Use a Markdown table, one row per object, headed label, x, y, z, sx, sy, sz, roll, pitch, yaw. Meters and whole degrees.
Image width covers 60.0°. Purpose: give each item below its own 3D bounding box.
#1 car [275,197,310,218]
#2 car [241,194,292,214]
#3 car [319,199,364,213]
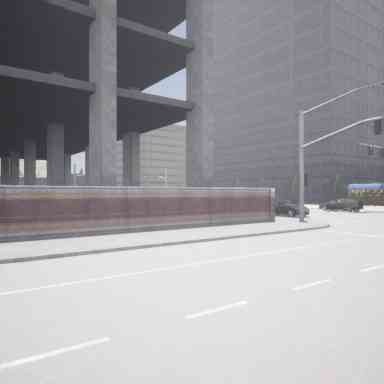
| label | x | y | z | sx | sy | sz | roll | pitch | yaw |
| --- | --- | --- | --- | --- | --- | --- | --- | --- | --- |
| car | 8.547 | 1.505 | 30.860 | 1.837 | 1.490 | 4.892 | 0 | 0 | -35 |
| car | 8.223 | 1.221 | 37.318 | 2.150 | 2.045 | 5.566 | 0 | 0 | -36 |
| car | 16.821 | 1.491 | 37.639 | 2.128 | 1.511 | 4.902 | 0 | 0 | -36 |
